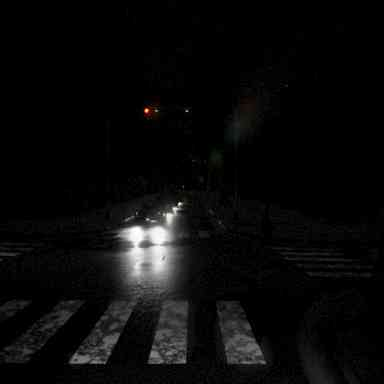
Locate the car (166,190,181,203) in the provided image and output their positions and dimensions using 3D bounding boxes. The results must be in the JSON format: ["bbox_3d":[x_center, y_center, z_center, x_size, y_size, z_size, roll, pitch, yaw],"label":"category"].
[{"bbox_3d":[-2.831,0.666,52.751,2.097,1.767,4.553,0,1,0],"label":"car"}]

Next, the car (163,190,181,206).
[{"bbox_3d":[-2.864,0.730,42.898,2.150,2.045,5.566,0,1,0],"label":"car"}]

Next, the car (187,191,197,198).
[{"bbox_3d":[0.067,0.426,68.227,1.882,1.535,5.008,0,1,0],"label":"car"}]

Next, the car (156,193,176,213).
[{"bbox_3d":[-2.867,1.183,33.044,1.837,1.490,4.892,0,1,0],"label":"car"}]

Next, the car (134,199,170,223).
[{"bbox_3d":[-2.863,1.425,23.674,1.895,1.301,4.718,0,1,0],"label":"car"}]
